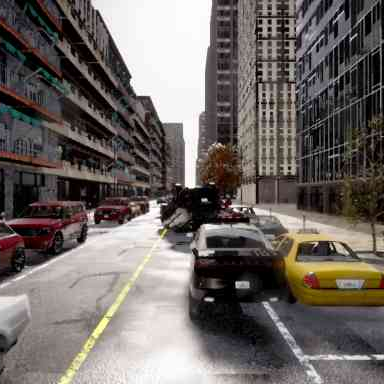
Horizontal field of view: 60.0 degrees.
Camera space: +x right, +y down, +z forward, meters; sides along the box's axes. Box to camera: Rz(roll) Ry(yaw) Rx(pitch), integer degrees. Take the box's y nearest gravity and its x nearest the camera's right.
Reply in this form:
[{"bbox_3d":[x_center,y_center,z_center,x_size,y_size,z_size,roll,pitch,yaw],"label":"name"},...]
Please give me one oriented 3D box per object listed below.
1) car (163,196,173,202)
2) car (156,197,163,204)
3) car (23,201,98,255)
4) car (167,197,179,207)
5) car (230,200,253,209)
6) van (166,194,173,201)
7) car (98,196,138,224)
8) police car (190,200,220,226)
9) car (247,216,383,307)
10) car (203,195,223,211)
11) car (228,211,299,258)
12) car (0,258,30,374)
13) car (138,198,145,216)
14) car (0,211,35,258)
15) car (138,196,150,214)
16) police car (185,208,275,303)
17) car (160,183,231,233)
[{"bbox_3d":[-5.870,1.739,81.394,1.947,1.339,4.313,0,0,0],"label":"car"},{"bbox_3d":[-5.832,1.678,64.405,1.947,1.339,4.313,0,0,0],"label":"car"},{"bbox_3d":[-5.714,1.322,13.436,2.192,1.841,5.009,0,0,0],"label":"car"},{"bbox_3d":[-3.123,1.606,54.939,1.812,1.442,4.674,0,0,0],"label":"car"},{"bbox_3d":[2.652,1.451,19.118,1.967,1.590,4.097,0,0,0],"label":"car"},{"bbox_3d":[-5.882,1.539,87.060,1.690,1.788,3.998,0,0,0],"label":"van"},{"bbox_3d":[-5.740,1.331,24.762,2.192,1.841,5.009,0,0,0],"label":"car"},{"bbox_3d":[0.845,1.441,24.426,1.930,1.638,5.238,0,0,0],"label":"police car"},{"bbox_3d":[2.677,1.528,7.961,1.752,1.417,4.829,0,0,0],"label":"car"},{"bbox_3d":[2.601,1.360,41.771,2.192,1.841,5.009,0,0,0],"label":"car"},{"bbox_3d":[2.664,1.573,13.455,1.947,1.339,4.313,0,0,0],"label":"car"},{"bbox_3d":[-3.106,1.601,2.249,1.895,1.301,4.718,0,0,0],"label":"car"},{"bbox_3d":[-5.754,1.549,30.256,1.752,1.417,4.829,0,0,0],"label":"car"},{"bbox_3d":[-5.702,1.443,7.772,1.967,1.590,4.097,0,0,0],"label":"car"},{"bbox_3d":[-5.766,1.348,36.090,2.192,1.841,5.009,0,0,0],"label":"car"},{"bbox_3d":[0.881,1.429,8.426,1.930,1.638,5.238,0,0,0],"label":"police car"},{"bbox_3d":[-0.192,1.208,18.369,2.150,2.045,5.566,-2,-19,-19],"label":"car"}]
